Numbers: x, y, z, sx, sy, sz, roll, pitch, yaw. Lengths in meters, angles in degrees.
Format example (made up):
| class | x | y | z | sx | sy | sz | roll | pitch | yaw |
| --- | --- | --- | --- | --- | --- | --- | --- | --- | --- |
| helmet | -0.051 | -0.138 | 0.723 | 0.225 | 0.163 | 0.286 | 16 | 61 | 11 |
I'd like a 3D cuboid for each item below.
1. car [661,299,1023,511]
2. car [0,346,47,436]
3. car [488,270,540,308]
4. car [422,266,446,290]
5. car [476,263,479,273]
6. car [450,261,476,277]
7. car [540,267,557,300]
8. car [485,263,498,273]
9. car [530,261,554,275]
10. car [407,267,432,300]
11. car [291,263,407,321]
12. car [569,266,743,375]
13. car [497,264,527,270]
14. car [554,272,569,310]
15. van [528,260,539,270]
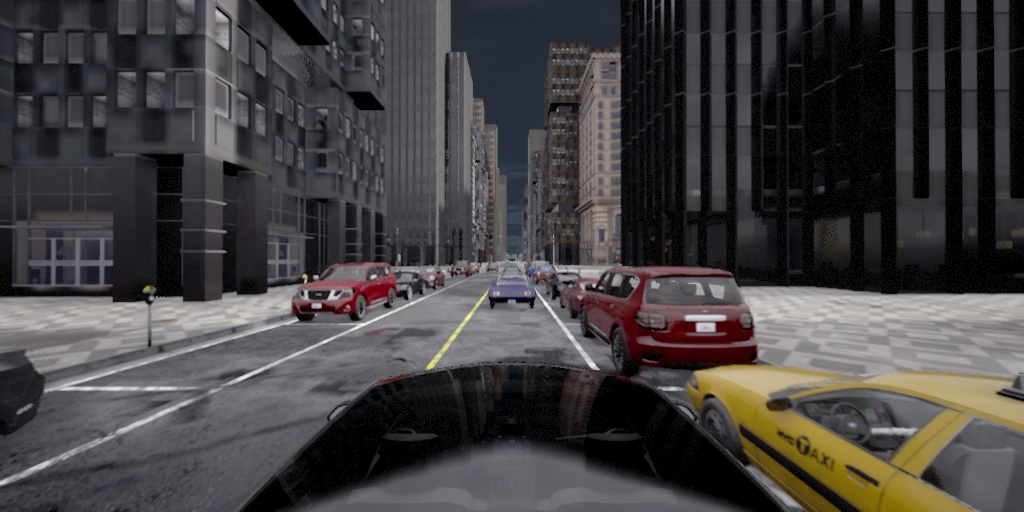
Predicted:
| class | x | y | z | sx | sy | sz | roll | pitch | yaw |
| --- | --- | --- | --- | --- | --- | --- | --- | --- | --- |
| car | 2.762 | 1.277 | 2.051 | 1.751 | 1.417 | 4.829 | 0 | 0 | 0 |
| car | -5.763 | 1.301 | 1.881 | 2.007 | 1.370 | 4.403 | 0 | 0 | 0 |
| car | 0.007 | 1.485 | 15.959 | 1.895 | 1.301 | 4.718 | 0 | -1 | 0 |
| car | -5.754 | 1.403 | 24.288 | 1.967 | 1.591 | 4.097 | 0 | 0 | 0 |
| car | -5.745 | 1.702 | 46.526 | 1.751 | 1.417 | 4.829 | 0 | 0 | 0 |
| car | -5.747 | 1.438 | 41.094 | 2.192 | 1.841 | 5.009 | 0 | 0 | 0 |
| car | 2.769 | 1.476 | 18.686 | 1.948 | 1.339 | 4.313 | 0 | 0 | 0 |
| car | -2.983 | 1.771 | 55.291 | 1.837 | 1.490 | 4.892 | 0 | -1 | 0 |
| car | 2.774 | 1.457 | 29.889 | 1.967 | 1.591 | 4.097 | 0 | 0 | 0 |
| car | -5.756 | 1.475 | 18.686 | 1.948 | 1.339 | 4.313 | 0 | 0 | 0 |
| car | -5.759 | 1.171 | 13.085 | 2.192 | 1.841 | 5.009 | 0 | 0 | 0 |
| car | 2.764 | 1.119 | 7.484 | 2.192 | 1.841 | 5.009 | 0 | 0 | 0 |
| car | 0.015 | 1.593 | 31.132 | 1.994 | 1.385 | 4.181 | 0 | -1 | 0 |
| car | 2.766 | 1.439 | 13.085 | 1.802 | 1.307 | 4.207 | 0 | 0 | 0 |
| van | 2.776 | 1.411 | 35.491 | 1.690 | 1.789 | 3.998 | 0 | 0 | 0 |
